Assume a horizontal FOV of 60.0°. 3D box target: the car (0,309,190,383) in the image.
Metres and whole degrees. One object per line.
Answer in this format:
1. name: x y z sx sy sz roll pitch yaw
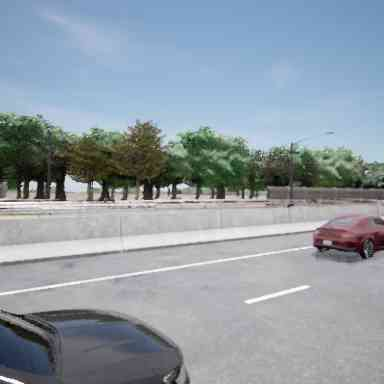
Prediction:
1. car: -2.252 1.503 2.140 4.892 1.490 1.837 0 0 -35

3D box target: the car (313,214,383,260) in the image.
1. car: 6.494 1.577 12.695 4.674 1.442 1.812 0 0 -36
